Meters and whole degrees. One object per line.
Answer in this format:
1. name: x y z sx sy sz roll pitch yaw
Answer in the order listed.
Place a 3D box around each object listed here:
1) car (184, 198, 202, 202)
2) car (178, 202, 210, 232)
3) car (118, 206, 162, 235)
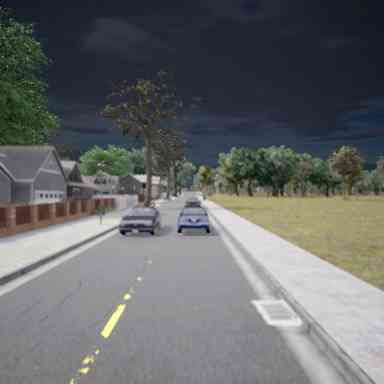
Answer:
1. car: 0.107 1.485 39.256 1.837 1.490 4.892 0 0 0
2. car: 0.102 1.540 19.976 2.033 1.411 5.357 0 0 0
3. car: -2.764 1.541 18.976 2.033 1.411 5.357 0 0 0
